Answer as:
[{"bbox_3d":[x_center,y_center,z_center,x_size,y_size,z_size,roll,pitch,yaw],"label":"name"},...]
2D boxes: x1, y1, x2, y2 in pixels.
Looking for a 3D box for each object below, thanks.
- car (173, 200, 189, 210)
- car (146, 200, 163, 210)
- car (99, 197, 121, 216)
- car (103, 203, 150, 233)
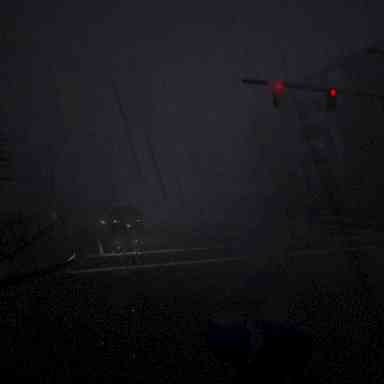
[{"bbox_3d":[-1.709,1.892,50.331,2.033,1.411,5.357,-1,0,-11],"label":"car"},{"bbox_3d":[-5.753,1.963,50.409,2.033,1.411,5.357,-1,0,-17],"label":"car"},{"bbox_3d":[-9.570,1.631,38.627,2.150,2.045,5.566,-1,-1,-17],"label":"car"},{"bbox_3d":[-4.358,1.704,21.429,2.128,1.511,4.902,-1,0,-17],"label":"car"}]
